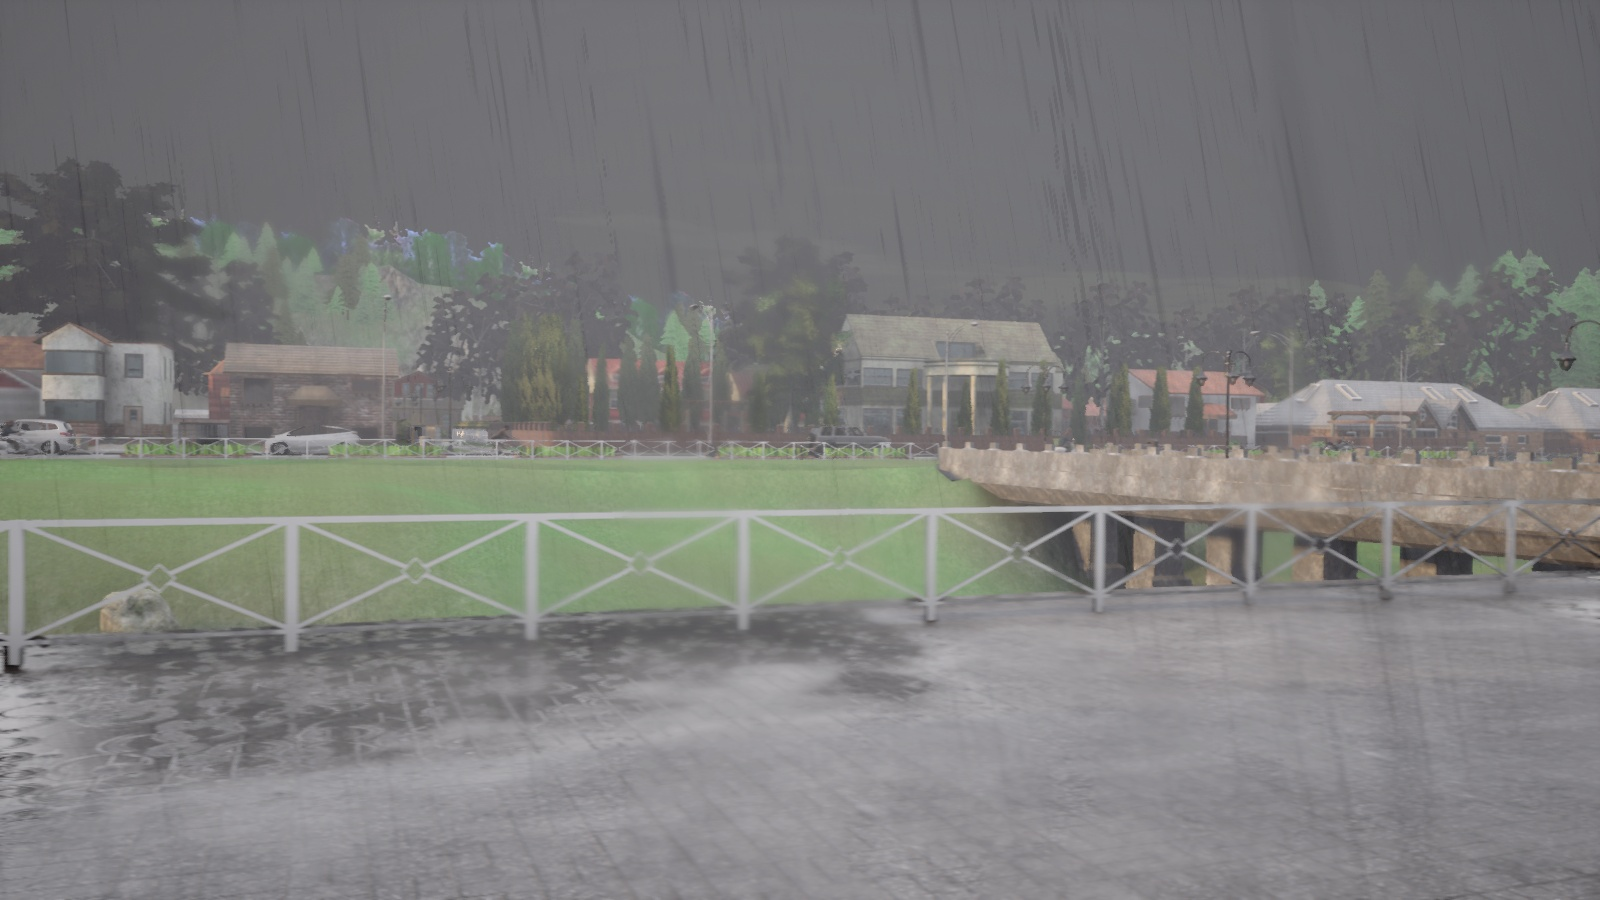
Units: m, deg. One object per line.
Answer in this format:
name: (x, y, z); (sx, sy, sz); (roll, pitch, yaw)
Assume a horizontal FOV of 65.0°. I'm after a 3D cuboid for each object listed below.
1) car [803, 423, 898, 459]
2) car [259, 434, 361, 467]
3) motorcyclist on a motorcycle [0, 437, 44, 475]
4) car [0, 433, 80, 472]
car: (2.666, -0.496, 66.485); (4.605, 1.855, 1.932); (-1, 1, -21)
car: (-23.660, 0.012, 60.777); (4.514, 1.525, 2.007); (-1, 1, -21)
motorcyclist on a motorcycle: (-33.022, 0.247, 52.946); (1.817, 1.590, 0.866); (-1, 1, -21)
car: (-35.171, 0.105, 56.408); (4.611, 1.667, 2.242); (-1, 1, -21)
